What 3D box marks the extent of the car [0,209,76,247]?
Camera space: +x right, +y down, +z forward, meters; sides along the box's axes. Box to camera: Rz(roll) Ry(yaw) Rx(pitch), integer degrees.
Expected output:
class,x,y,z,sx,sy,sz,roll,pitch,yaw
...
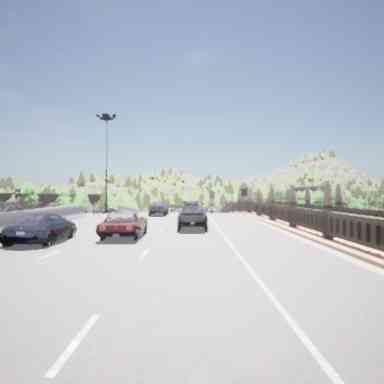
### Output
class,x,y,z,sx,sy,sz,roll,pitch,yaw
car,-6.943,1.656,15.464,1.994,1.385,4.181,0,0,0

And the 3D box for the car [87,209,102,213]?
class,x,y,z,sx,sy,sz,roll,pitch,yaw
car,-17.704,3.894,62.842,1.994,1.385,4.181,0,-7,0

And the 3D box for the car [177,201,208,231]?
class,x,y,z,sx,sy,sz,roll,pitch,yaw
car,0.035,1.604,21.432,2.128,1.511,4.902,0,0,0

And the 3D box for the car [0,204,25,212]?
class,x,y,z,sx,sy,sz,roll,pitch,yaw
car,-14.171,1.643,24.788,2.128,1.511,4.902,0,0,0

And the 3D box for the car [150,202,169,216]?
class,x,y,z,sx,sy,sz,roll,pitch,yaw
car,-3.508,1.769,35.734,2.033,1.411,5.357,0,-1,0

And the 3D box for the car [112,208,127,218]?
class,x,y,z,sx,sy,sz,roll,pitch,yaw
car,-14.202,4.131,65.510,1.882,1.535,5.008,0,-7,0

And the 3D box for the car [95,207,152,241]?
class,x,y,z,sx,sy,sz,roll,pitch,yaw
car,-3.450,1.697,17.337,1.895,1.301,4.718,0,0,0

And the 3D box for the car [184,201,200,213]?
class,x,y,z,sx,sy,sz,roll,pitch,yaw
car,-0.031,1.914,42.239,1.882,1.535,5.008,0,-3,0

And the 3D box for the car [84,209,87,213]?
class,x,y,z,sx,sy,sz,roll,pitch,yaw
car,-21.197,3.948,63.910,1.837,1.490,4.892,0,-7,0
